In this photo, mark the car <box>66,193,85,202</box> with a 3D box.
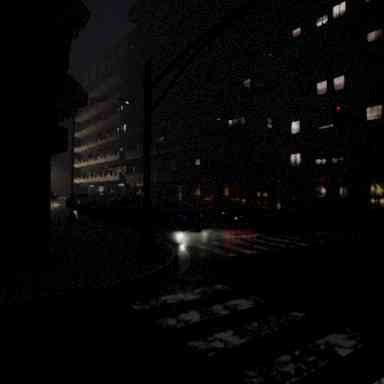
[{"bbox_3d":[-19.808,0.851,56.373,1.887,1.381,4.507,2,0,-36],"label":"car"}]

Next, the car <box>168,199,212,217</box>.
[{"bbox_3d":[-0.257,1.369,29.265,1.802,1.307,4.206,2,0,-36],"label":"car"}]

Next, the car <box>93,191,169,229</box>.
[{"bbox_3d":[-3.809,1.074,19.878,2.192,1.841,5.009,2,0,-36],"label":"car"}]

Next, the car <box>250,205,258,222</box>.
[{"bbox_3d":[3.002,1.434,24.747,1.947,1.339,4.313,2,0,-36],"label":"car"}]

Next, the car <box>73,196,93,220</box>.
[{"bbox_3d":[-7.075,1.224,24.395,1.887,1.381,4.507,2,0,-36],"label":"car"}]

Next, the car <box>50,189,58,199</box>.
[{"bbox_3d":[-21.236,0.384,48.619,2.097,1.767,4.553,1,0,-36],"label":"car"}]

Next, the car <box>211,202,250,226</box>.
[{"bbox_3d":[1.374,1.377,22.159,1.812,1.442,4.674,1,0,-34],"label":"car"}]

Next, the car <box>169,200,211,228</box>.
[{"bbox_3d":[-1.261,1.282,20.741,1.882,1.535,5.008,1,1,-36],"label":"car"}]

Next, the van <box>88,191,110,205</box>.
[{"bbox_3d":[-13.286,0.808,47.338,1.690,1.788,3.998,2,0,-36],"label":"van"}]

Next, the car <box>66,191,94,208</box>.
[{"bbox_3d":[-11.757,0.898,35.312,2.097,1.767,4.553,1,0,-36],"label":"car"}]

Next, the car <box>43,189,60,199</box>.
[{"bbox_3d":[-29.577,0.382,69.927,2.192,1.841,5.009,2,0,-36],"label":"car"}]
